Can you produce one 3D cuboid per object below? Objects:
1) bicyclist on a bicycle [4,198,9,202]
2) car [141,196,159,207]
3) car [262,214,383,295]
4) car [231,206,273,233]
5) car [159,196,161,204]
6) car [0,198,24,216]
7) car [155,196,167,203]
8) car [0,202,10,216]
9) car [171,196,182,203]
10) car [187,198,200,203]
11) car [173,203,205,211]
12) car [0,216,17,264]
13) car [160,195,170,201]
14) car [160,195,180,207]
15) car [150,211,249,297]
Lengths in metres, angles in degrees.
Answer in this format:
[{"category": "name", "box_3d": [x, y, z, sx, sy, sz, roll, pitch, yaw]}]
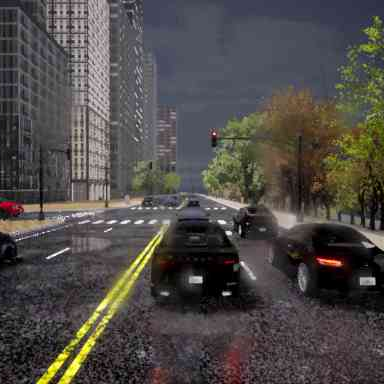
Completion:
[{"category": "bicyclist on a bicycle", "box_3d": [-24.735, 1.578, 44.161, 0.582, 1.620, 1.656, -1, 1, 0]}, {"category": "car", "box_3d": [-6.688, 1.497, 51.578, 1.837, 1.490, 4.892, 0, 0, 0]}, {"category": "car", "box_3d": [3.315, 1.524, 8.605, 1.812, 1.442, 4.674, 0, 0, 0]}, {"category": "car", "box_3d": [3.290, 1.502, 17.862, 1.837, 1.490, 4.892, 0, 0, 0]}, {"category": "car", "box_3d": [-6.687, 1.482, 60.997, 2.128, 1.511, 4.902, 0, 0, 0]}, {"category": "car", "box_3d": [-19.897, 1.518, 33.293, 5.566, 2.045, 2.150, -1, 1, 0]}, {"category": "car", "box_3d": [-6.638, 1.530, 71.496, 2.033, 1.411, 5.357, 0, 0, 0]}, {"category": "car", "box_3d": [-19.354, 1.880, 30.044, 4.181, 1.385, 1.994, -1, 1, 0]}, {"category": "car", "box_3d": [-3.392, 1.530, 73.415, 2.033, 1.411, 5.357, 0, 0, 0]}, {"category": "car", "box_3d": [0.193, 1.540, 49.047, 2.033, 1.411, 5.357, 0, 0, -2]}, {"category": "car", "box_3d": [0.036, 1.545, 18.454, 2.033, 1.411, 5.357, 0, 0, 0]}, {"category": "car", "box_3d": [-6.613, 1.563, 8.972, 1.994, 1.385, 4.181, 0, 0, 0]}, {"category": "car", "box_3d": [-6.657, 1.530, 82.032, 2.033, 1.411, 5.357, 0, 0, 0]}, {"category": "car", "box_3d": [-3.440, 1.539, 52.923, 2.033, 1.411, 5.357, 0, 0, 0]}, {"category": "car", "box_3d": [0.074, 1.476, 8.645, 1.882, 1.535, 5.008, 0, 0, 0]}]
